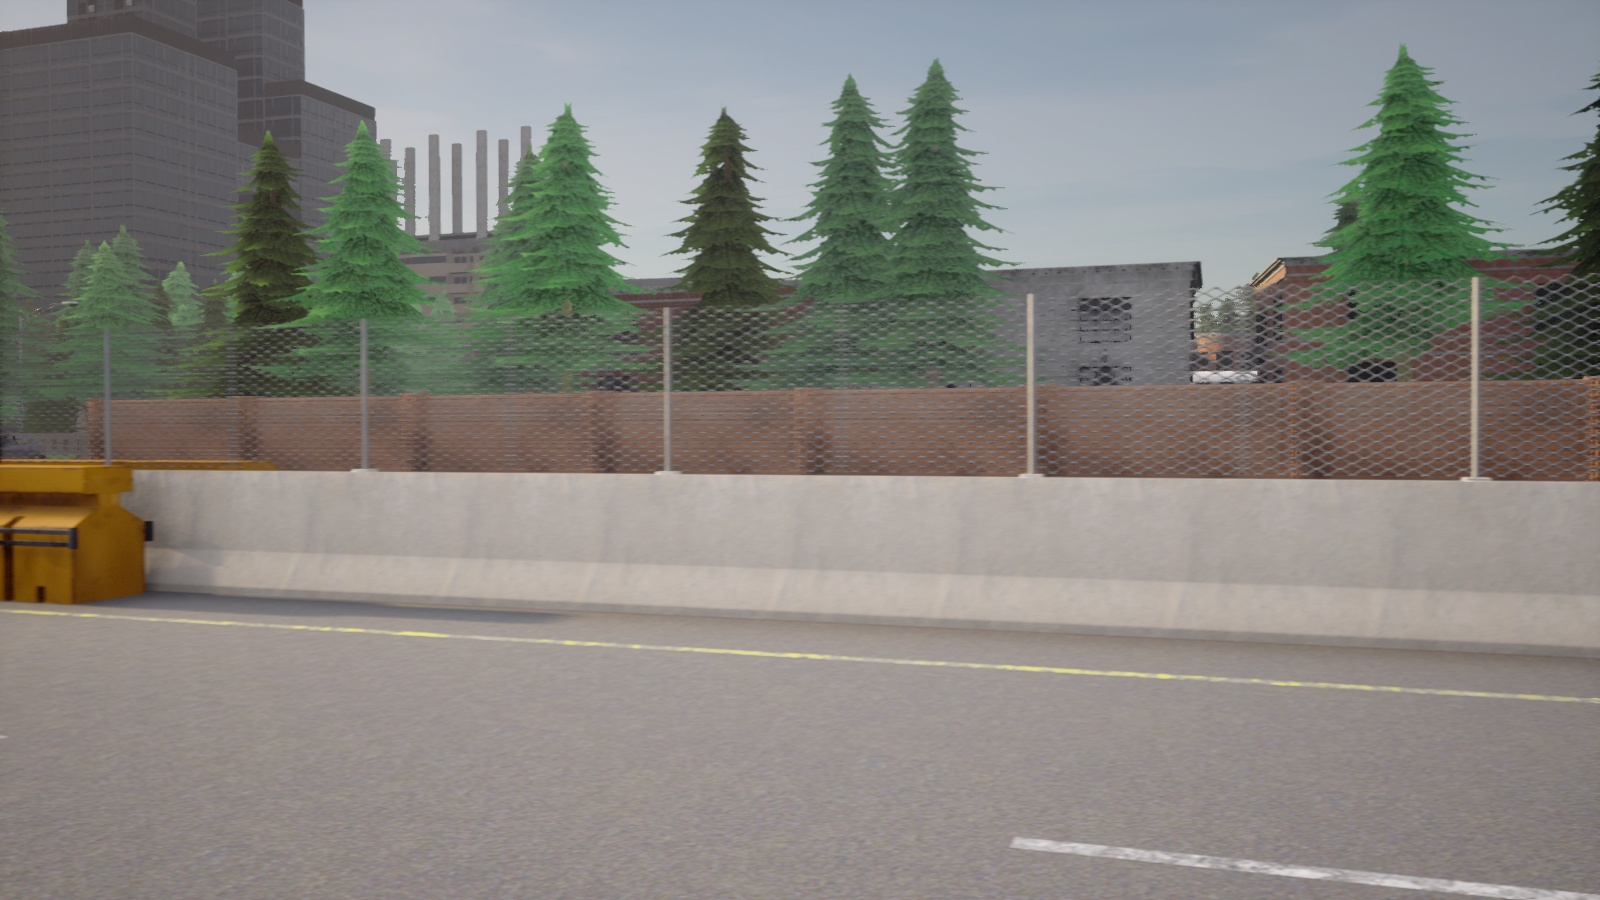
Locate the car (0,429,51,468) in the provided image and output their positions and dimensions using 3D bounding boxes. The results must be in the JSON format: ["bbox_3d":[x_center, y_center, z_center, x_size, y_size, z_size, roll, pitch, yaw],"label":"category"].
[{"bbox_3d":[-31.424,-0.060,48.814,1.845,1.501,3.633,1,1,18],"label":"car"}]

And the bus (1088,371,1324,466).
[{"bbox_3d":[19.136,-1.473,59.711,10.273,4.253,3.944,0,1,17],"label":"bus"}]
